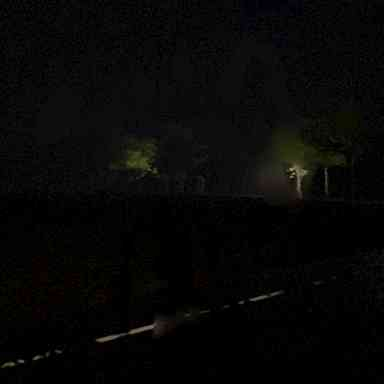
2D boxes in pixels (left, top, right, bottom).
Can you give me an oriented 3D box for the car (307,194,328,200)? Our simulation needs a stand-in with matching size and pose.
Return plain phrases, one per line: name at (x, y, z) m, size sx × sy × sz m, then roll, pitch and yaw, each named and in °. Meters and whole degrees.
car at (29.781, 1.193, 78.754) m, size 1.895 × 1.301 × 4.718 m, roll 0°, pitch 2°, yaw -35°
